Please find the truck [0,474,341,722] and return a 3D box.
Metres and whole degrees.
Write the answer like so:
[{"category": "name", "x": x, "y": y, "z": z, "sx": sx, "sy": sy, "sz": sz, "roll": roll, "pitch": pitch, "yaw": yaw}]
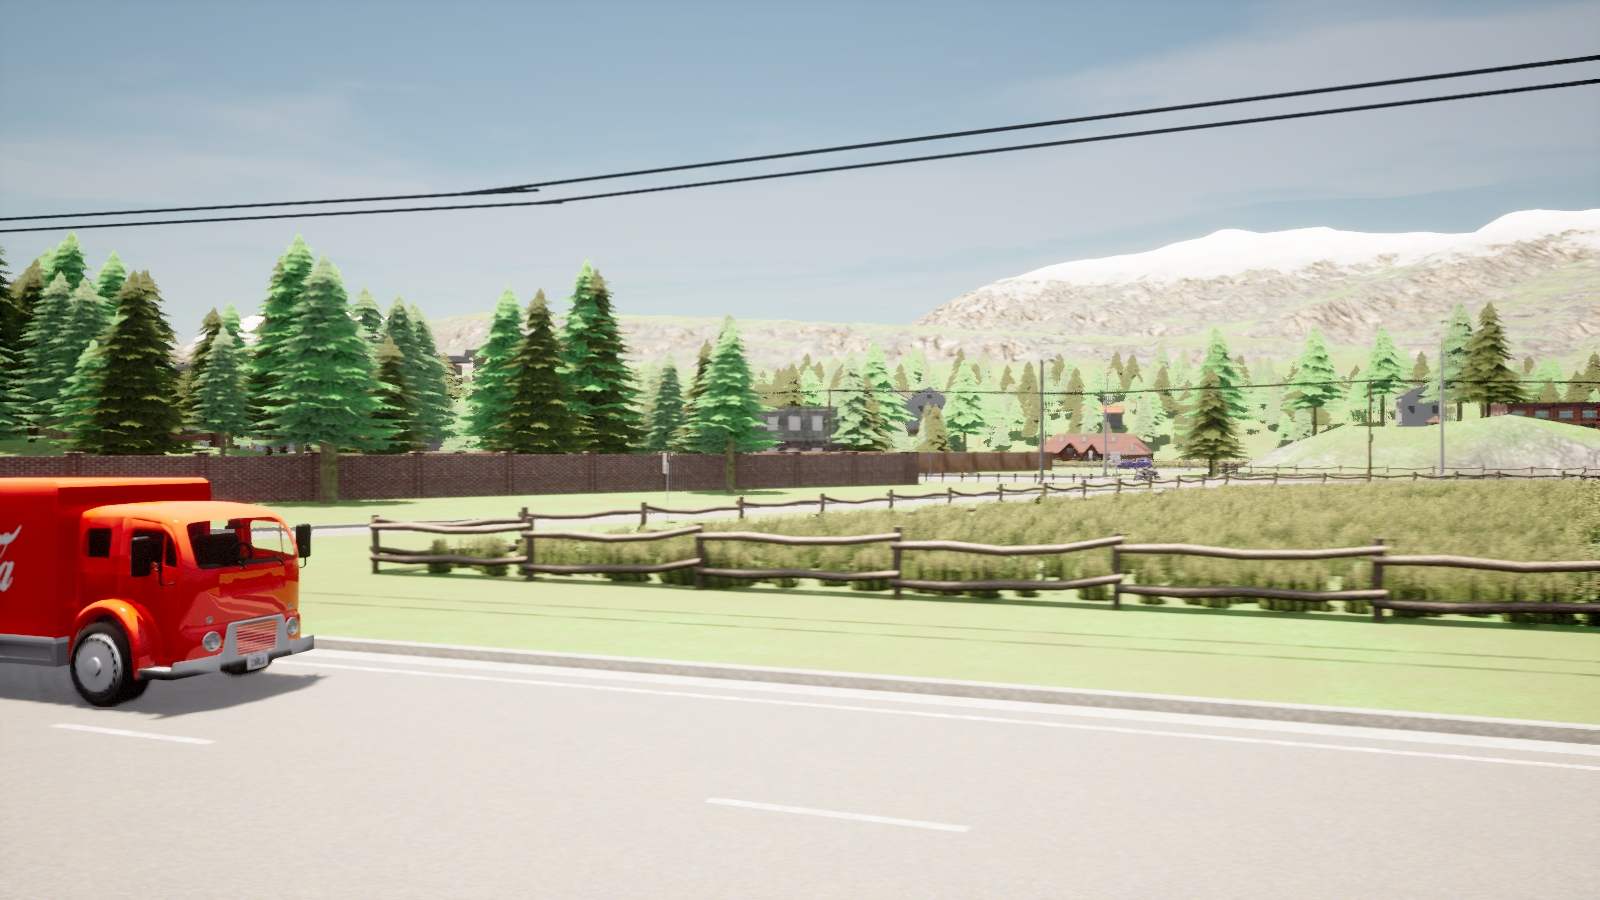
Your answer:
[{"category": "truck", "x": -8.612, "y": 1.568, "z": 13.883, "sx": 5.204, "sy": 2.467, "sz": 2.627, "roll": 0, "pitch": 0, "yaw": 20}]
